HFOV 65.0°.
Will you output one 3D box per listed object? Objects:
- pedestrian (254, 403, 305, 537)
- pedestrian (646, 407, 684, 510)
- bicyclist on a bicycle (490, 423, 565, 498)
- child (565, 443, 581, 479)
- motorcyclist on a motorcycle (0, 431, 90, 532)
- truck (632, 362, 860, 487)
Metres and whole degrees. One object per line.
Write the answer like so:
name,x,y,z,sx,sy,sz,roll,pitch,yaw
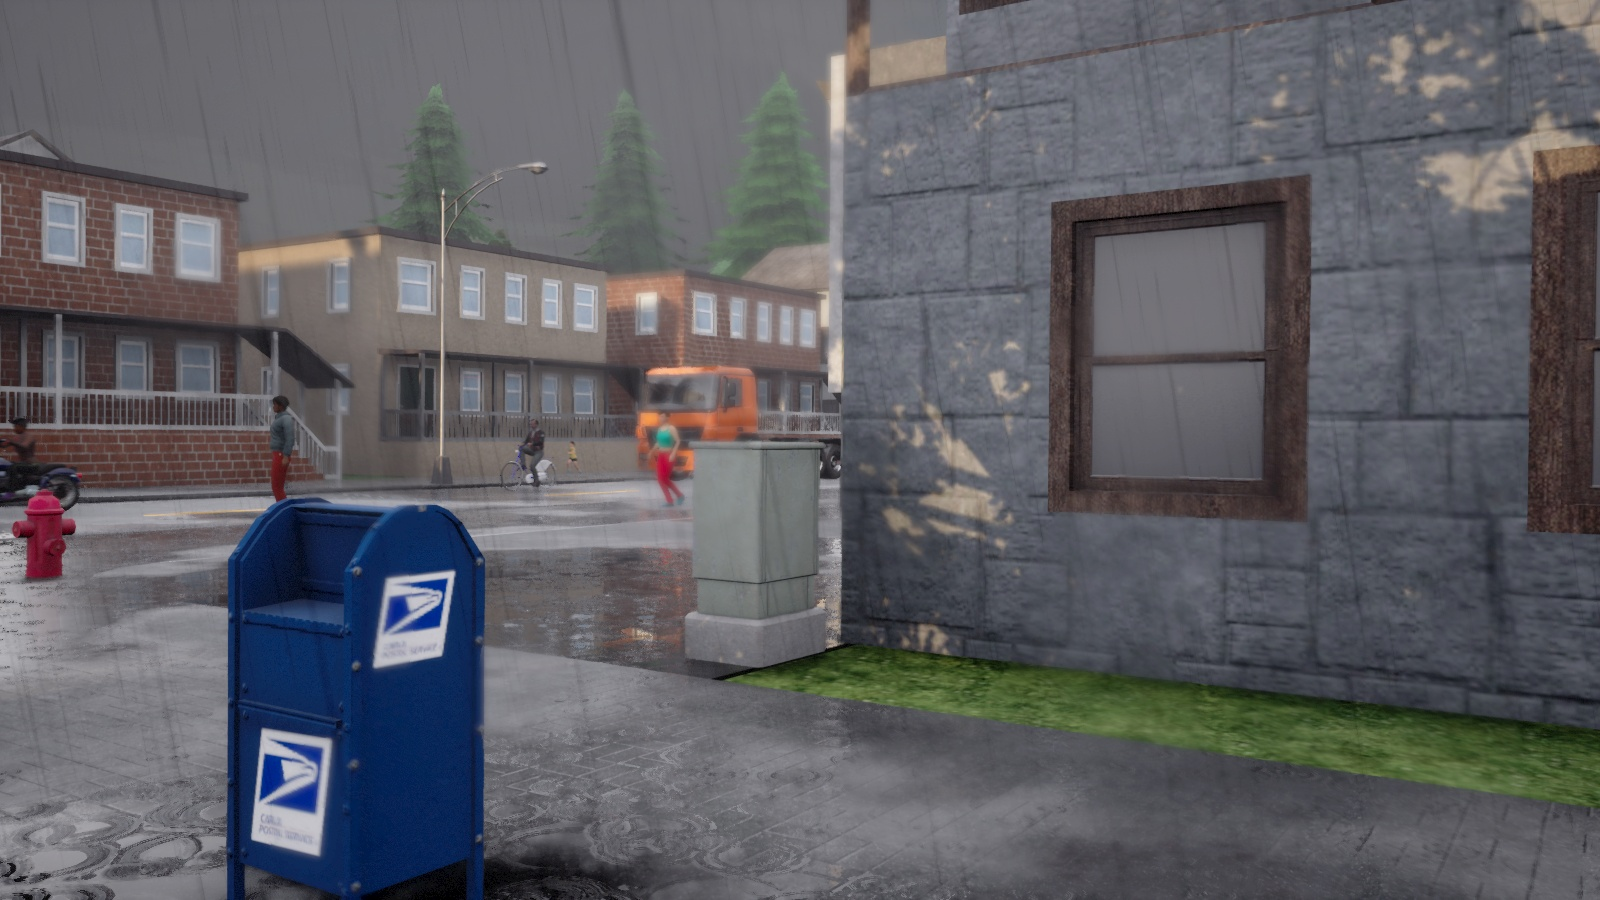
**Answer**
pedestrian,-7.312,0.267,17.629,0.614,1.847,0.353,-1,1,-26
pedestrian,-2.450,0.152,22.788,0.345,1.836,0.594,0,1,42
bicyclist on a bicycle,-6.685,0.241,30.866,0.659,1.776,1.843,0,1,34
child,-7.189,0.343,39.774,0.255,1.110,0.394,0,1,36
motorcyclist on a motorcycle,-13.258,0.516,20.930,0.766,1.649,2.350,0,1,33
truck,-1.441,-0.766,38.794,2.891,3.462,7.936,0,1,33
